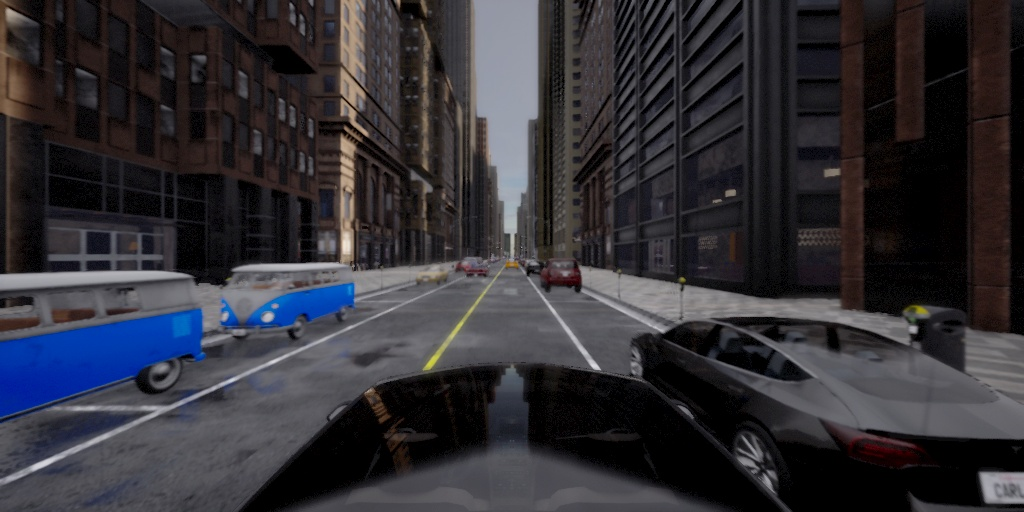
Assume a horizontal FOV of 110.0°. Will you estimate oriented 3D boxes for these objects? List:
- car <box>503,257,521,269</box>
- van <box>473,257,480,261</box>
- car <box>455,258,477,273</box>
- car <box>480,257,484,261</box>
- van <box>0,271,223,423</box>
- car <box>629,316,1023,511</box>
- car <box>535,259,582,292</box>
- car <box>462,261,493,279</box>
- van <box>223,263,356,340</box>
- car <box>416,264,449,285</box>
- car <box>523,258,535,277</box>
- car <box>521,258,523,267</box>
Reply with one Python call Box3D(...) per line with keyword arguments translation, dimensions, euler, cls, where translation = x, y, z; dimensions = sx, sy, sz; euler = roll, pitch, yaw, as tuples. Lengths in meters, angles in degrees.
Box3D(translation=(0.001, 1.239, 55.394), dimensions=(1.882, 1.535, 5.008), euler=(0, 0, 0), cls="car")
Box3D(translation=(-5.763, 1.099, 48.998), dimensions=(1.690, 1.789, 3.998), euler=(0, 0, 0), cls="van")
Box3D(translation=(-5.763, 1.300, 43.379), dimensions=(1.888, 1.381, 4.507), euler=(0, 0, 0), cls="car")
Box3D(translation=(-5.763, 1.311, 54.616), dimensions=(2.007, 1.370, 4.403), euler=(0, 0, 0), cls="car")
Box3D(translation=(-5.763, 1.090, 4.051), dimensions=(1.690, 1.789, 3.998), euler=(0, 0, 0), cls="van")
Box3D(translation=(2.762, 1.315, 4.060), dimensions=(1.948, 1.339, 4.313), euler=(0, 0, 0), cls="car")
Box3D(translation=(2.762, 1.063, 20.917), dimensions=(2.192, 1.841, 5.009), euler=(0, 0, 0), cls="car")
Box3D(translation=(-3.095, 1.352, 33.074), dimensions=(1.895, 1.301, 4.718), euler=(0, 0, 0), cls="car")
Box3D(translation=(-5.763, 1.089, 9.670), dimensions=(1.690, 1.789, 3.998), euler=(0, 0, 0), cls="van")
Box3D(translation=(-5.763, 1.275, 26.354), dimensions=(1.751, 1.417, 4.829), euler=(0, 0, 0), cls="car")
Box3D(translation=(2.360, 1.230, 36.139), dimensions=(1.882, 1.535, 5.008), euler=(0, 0, 0), cls="car")
Box3D(translation=(2.762, 1.286, 54.799), dimensions=(1.751, 1.417, 4.829), euler=(0, 0, 0), cls="car")
